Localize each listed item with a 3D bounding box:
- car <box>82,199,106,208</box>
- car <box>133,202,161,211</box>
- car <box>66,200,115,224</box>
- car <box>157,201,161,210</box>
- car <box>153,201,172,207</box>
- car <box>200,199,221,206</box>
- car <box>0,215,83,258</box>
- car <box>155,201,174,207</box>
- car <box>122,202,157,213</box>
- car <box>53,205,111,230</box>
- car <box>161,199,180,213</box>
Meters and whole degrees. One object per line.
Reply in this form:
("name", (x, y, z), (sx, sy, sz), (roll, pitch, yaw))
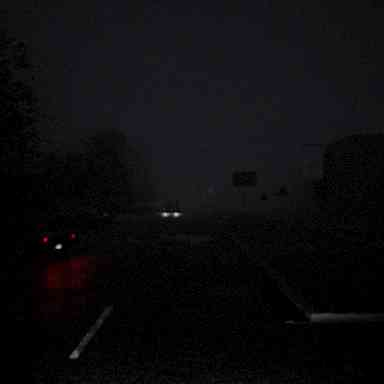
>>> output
("car", (-21.655, 2.462, 73.409), (4.553, 1.767, 2.097), (1, 1, 0))
("car", (-8.061, 2.612, 59.936), (4.674, 1.452, 2.002), (0, -1, 0))
("car", (-8.371, 1.726, 25.914), (4.553, 1.767, 2.185), (0, -1, 0))
("car", (-8.095, 2.505, 56.789), (5.008, 1.535, 2.097), (0, -1, 0))
("car", (-7.826, 3.180, 88.415), (5.008, 1.535, 2.097), (0, -1, 0))
("car", (5.277, 3.251, 91.072), (4.892, 1.521, 2.231), (0, -1, 0))
("car", (-6.909, 1.724, 13.111), (4.718, 1.301, 1.895), (0, -1, 25))
("car", (-7.791, 3.318, 93.981), (5.008, 1.535, 2.097), (0, -1, 0))
("car", (-8.139, 2.406, 50.240), (4.674, 1.452, 2.002), (0, -1, 1))
("car", (-8.324, 1.826, 22.741), (4.674, 1.452, 2.002), (0, -1, 0))
("car", (-3.114, 2.142, 51.671), (2.150, 2.045, 5.566), (0, -1, 1))
